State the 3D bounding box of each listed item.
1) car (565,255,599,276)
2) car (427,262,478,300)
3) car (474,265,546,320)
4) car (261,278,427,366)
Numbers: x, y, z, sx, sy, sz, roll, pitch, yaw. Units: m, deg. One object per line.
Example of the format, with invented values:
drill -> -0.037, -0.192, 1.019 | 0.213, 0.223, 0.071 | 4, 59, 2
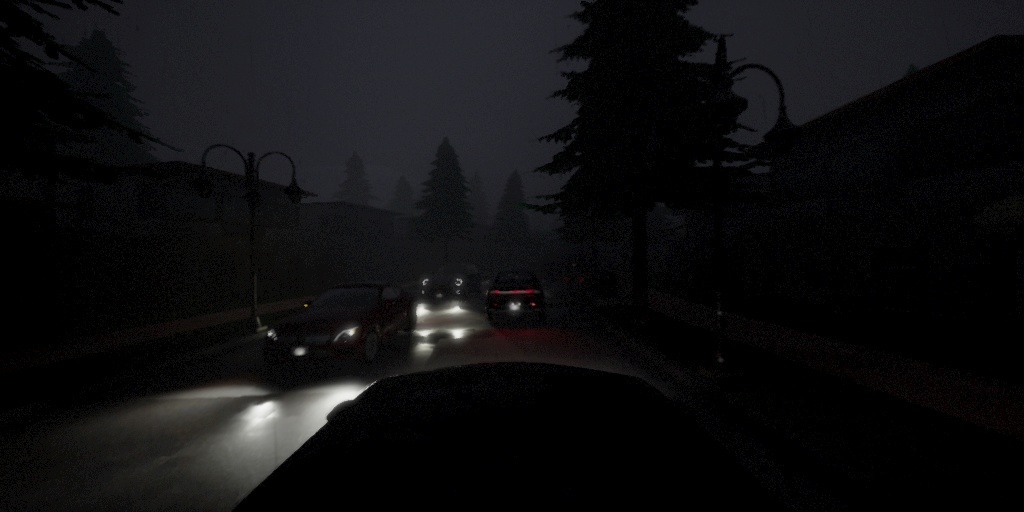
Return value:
car -> 7.448, 0.949, 37.864 | 2.150, 2.045, 5.566 | -1, 0, 29
car -> -2.892, 1.178, 18.094 | 2.097, 1.767, 4.553 | -1, 0, 9
car -> 0.184, 1.260, 12.674 | 2.128, 1.511, 4.902 | -1, 0, 3
car -> -3.540, 1.337, 8.353 | 1.812, 1.442, 4.674 | -1, 0, 1
